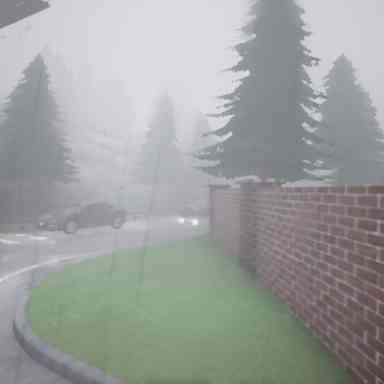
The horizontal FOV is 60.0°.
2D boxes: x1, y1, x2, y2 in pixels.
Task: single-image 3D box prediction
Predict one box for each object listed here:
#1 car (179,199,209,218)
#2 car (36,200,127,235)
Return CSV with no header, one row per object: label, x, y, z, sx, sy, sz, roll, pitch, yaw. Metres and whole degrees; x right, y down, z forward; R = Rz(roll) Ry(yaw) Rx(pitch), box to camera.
car,0.825,1.279,26.325,1.994,1.385,4.181,1,0,34
car,-5.493,1.221,17.125,1.837,1.490,4.892,1,0,35
